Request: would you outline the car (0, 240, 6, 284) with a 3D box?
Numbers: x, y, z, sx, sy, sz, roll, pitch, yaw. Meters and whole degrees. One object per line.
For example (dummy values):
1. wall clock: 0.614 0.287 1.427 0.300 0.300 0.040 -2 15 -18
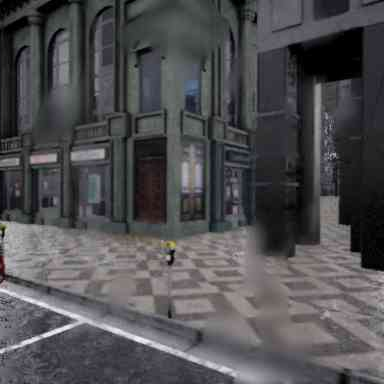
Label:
1. car: -6.039 1.299 7.269 5.009 1.841 2.192 0 0 36
